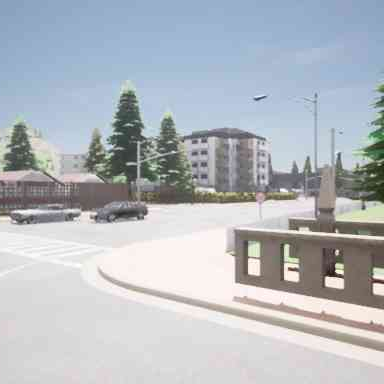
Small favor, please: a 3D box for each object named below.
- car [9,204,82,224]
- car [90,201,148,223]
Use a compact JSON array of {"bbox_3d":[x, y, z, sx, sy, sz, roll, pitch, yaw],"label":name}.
[{"bbox_3d":[-10.691,1.576,24.476,1.895,1.301,4.718,0,0,38],"label":"car"},{"bbox_3d":[-5.493,1.468,25.484,2.128,1.511,4.902,0,0,37],"label":"car"}]
